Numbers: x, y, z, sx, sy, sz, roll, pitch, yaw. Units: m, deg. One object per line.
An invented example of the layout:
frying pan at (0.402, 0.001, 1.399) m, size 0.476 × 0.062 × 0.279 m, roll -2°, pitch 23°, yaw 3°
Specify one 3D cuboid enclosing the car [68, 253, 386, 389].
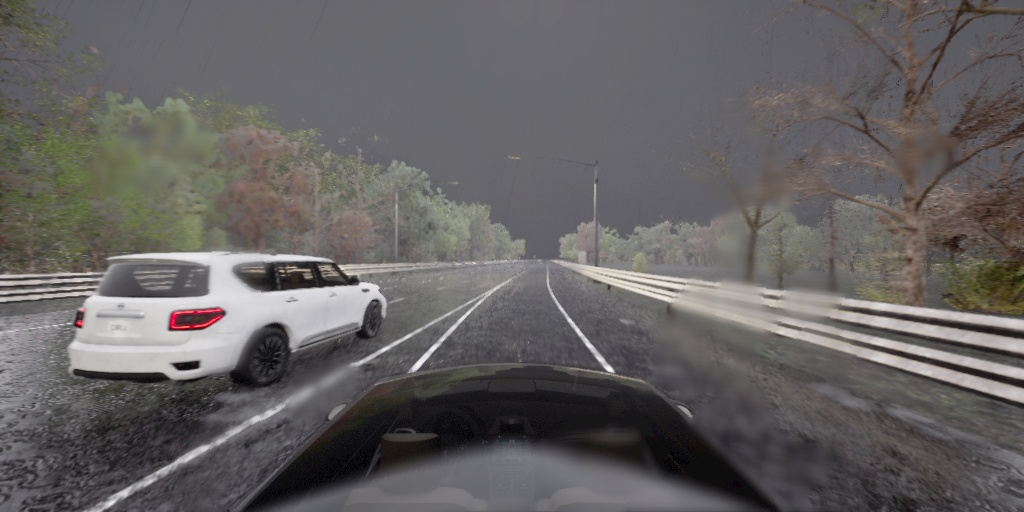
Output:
car at (-4.587, 0.979, 7.097) m, size 2.150 × 2.045 × 5.566 m, roll 0°, pitch 0°, yaw 6°
